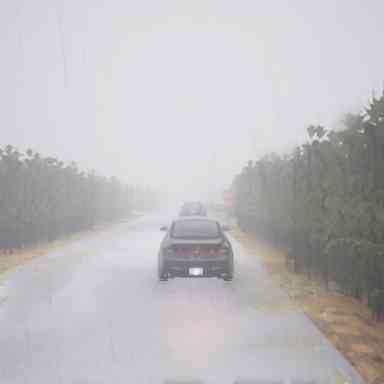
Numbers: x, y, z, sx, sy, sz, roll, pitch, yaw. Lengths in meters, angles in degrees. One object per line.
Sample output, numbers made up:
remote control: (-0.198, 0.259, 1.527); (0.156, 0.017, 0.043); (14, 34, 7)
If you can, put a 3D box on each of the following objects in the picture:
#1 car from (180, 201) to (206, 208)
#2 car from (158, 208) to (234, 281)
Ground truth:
car: (0.074, 1.540, 27.007); (2.097, 1.767, 4.553); (0, -1, 0)
car: (0.090, 1.458, 9.700); (1.837, 1.490, 4.892); (0, 1, 0)
